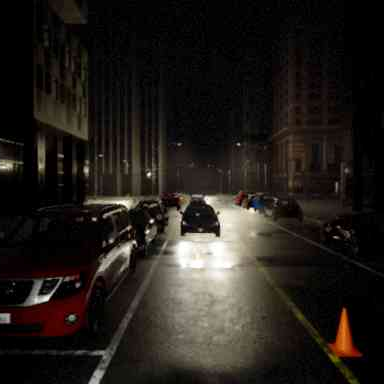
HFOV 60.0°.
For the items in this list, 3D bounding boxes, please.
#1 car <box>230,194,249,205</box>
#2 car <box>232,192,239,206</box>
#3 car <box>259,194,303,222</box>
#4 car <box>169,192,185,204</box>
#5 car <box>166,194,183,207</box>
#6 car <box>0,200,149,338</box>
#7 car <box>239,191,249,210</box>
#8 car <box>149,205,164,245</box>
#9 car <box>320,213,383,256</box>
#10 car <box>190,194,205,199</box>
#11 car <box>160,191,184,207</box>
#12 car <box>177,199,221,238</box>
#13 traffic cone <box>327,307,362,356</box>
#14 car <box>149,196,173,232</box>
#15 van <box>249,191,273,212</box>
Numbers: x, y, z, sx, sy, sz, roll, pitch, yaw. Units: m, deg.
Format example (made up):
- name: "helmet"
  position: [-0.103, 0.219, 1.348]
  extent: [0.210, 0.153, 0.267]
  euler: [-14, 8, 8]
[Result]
- name: "car"
  position: [6.464, 0.946, 45.782]
  extent: [2.008, 1.369, 4.403]
  euler: [0, 1, 0]
- name: "car"
  position: [6.421, 0.786, 40.178]
  extent: [2.192, 1.841, 5.009]
  euler: [0, 1, 0]
- name: "car"
  position: [6.291, 1.140, 23.376]
  extent: [1.967, 1.590, 4.097]
  euler: [0, 1, 0]
- name: "car"
  position: [-2.061, 0.804, 45.845]
  extent: [1.967, 1.590, 4.097]
  euler: [0, 1, 0]
- name: "car"
  position: [-2.105, 0.968, 40.075]
  extent: [1.752, 1.417, 4.829]
  euler: [0, 1, 0]
- name: "car"
  position: [-2.365, 1.214, 6.633]
  extent: [2.192, 1.841, 5.009]
  euler: [0, 1, 0]
- name: "car"
  position: [6.377, 0.987, 34.577]
  extent: [1.967, 1.590, 4.097]
  euler: [0, 1, 0]
- name: "car"
  position: [-2.321, 1.388, 12.238]
  extent: [1.947, 1.339, 4.313]
  euler: [0, 1, 0]
- name: "car"
  position: [6.204, 1.419, 12.175]
  extent: [1.947, 1.339, 4.313]
  euler: [0, 1, 0]
- name: "car"
  position: [0.676, 0.987, 42.233]
  extent: [1.994, 1.385, 4.181]
  euler: [0, 1, 0]
- name: "car"
  position: [-2.148, 0.832, 34.640]
  extent: [2.192, 1.841, 5.009]
  euler: [0, 1, 0]
- name: "car"
  position: [0.381, 1.299, 16.457]
  extent: [1.812, 1.442, 4.674]
  euler: [0, 1, 1]
- name: "traffic cone"
  position: [2.109, 1.898, 4.605]
  extent: [0.340, 0.580, 0.340]
  euler: [0, 1, 0]
- name: "car"
  position: [-2.278, 1.186, 17.837]
  extent: [1.967, 1.590, 4.097]
  euler: [0, 1, 0]
- name: "van"
  position: [6.334, 0.965, 28.976]
  extent: [1.690, 1.788, 3.998]
  euler: [0, 1, 0]
